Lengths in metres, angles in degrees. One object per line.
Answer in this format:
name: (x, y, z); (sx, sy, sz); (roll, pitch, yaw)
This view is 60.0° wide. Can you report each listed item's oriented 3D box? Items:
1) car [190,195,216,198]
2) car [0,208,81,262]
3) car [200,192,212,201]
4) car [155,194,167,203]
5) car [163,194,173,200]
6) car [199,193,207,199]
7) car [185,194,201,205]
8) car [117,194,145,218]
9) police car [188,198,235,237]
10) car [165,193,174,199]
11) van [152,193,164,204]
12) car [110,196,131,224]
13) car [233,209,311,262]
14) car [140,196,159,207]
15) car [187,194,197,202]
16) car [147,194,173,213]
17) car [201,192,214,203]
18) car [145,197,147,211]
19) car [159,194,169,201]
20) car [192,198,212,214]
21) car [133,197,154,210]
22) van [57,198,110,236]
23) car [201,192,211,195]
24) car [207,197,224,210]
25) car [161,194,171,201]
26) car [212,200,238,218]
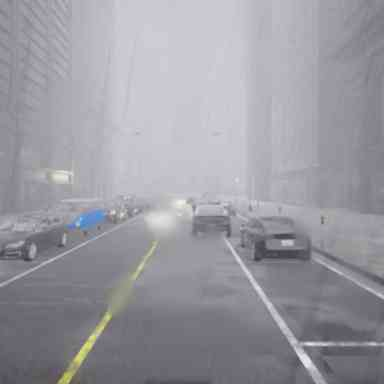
car: (0.915, 1.315, 27.294); (1.882, 1.535, 5.008); (0, 0, 0)
car: (-5.759, 1.479, 11.683); (2.008, 1.369, 4.403); (0, 0, 0)
car: (2.796, 0.928, 68.046); (2.192, 1.841, 5.009); (0, 0, 0)
car: (-5.731, 1.167, 62.243); (1.752, 1.417, 4.829); (0, 0, 0)
car: (-5.722, 1.123, 79.322); (1.947, 1.339, 4.313); (0, 0, 0)
car: (2.806, 0.971, 84.955); (1.967, 1.590, 4.097); (0, 0, 0)
car: (0.028, 1.210, 50.407); (1.837, 1.490, 4.892); (0, 0, 0)
car: (-5.750, 1.144, 28.592); (2.192, 1.841, 5.009); (0, 0, 0)
police car: (0.910, 1.320, 17.404); (1.930, 1.638, 5.238); (0, 0, 0)
car: (-5.719, 1.082, 84.959); (2.008, 1.369, 4.403); (0, 0, 0)
van: (-5.735, 1.012, 56.775); (1.690, 1.788, 3.998); (0, 0, 0)
car: (-5.753, 1.302, 22.956); (1.967, 1.590, 4.097); (0, 0, 0)
car: (2.766, 1.494, 11.686); (1.947, 1.339, 4.313); (0, 0, 0)
car: (-5.740, 1.283, 45.503); (2.008, 1.369, 4.403); (0, 0, 0)
car: (0.037, 1.188, 66.319); (1.994, 1.385, 4.181); (0, 0, 0)
car: (-3.076, 1.286, 34.536); (2.128, 1.511, 4.902); (0, 0, 0)
car: (2.793, 0.956, 62.410); (2.192, 1.841, 5.009); (0, 0, 0)
car: (-5.746, 1.362, 34.230); (1.947, 1.339, 4.313); (0, 0, 0)
car: (-5.728, 1.194, 68.050); (1.802, 1.307, 4.206); (0, 0, 0)
car: (0.919, 1.328, 33.294); (1.812, 1.442, 4.674); (0, 0, 0)
car: (-5.743, 1.329, 39.867); (1.947, 1.339, 4.313); (0, 0, 0)
van: (-5.757, 1.236, 17.319); (1.690, 1.788, 3.998); (0, 0, 0)
car: (2.787, 1.141, 51.139); (1.967, 1.590, 4.097); (0, 0, 0)
car: (2.782, 1.346, 39.867); (1.802, 1.307, 4.206); (0, 0, 0)
car: (-5.725, 1.151, 73.686); (1.947, 1.339, 4.313); (0, 0, 0)
car: (2.776, 1.411, 28.595); (1.802, 1.307, 4.206); (0, 0, 0)
